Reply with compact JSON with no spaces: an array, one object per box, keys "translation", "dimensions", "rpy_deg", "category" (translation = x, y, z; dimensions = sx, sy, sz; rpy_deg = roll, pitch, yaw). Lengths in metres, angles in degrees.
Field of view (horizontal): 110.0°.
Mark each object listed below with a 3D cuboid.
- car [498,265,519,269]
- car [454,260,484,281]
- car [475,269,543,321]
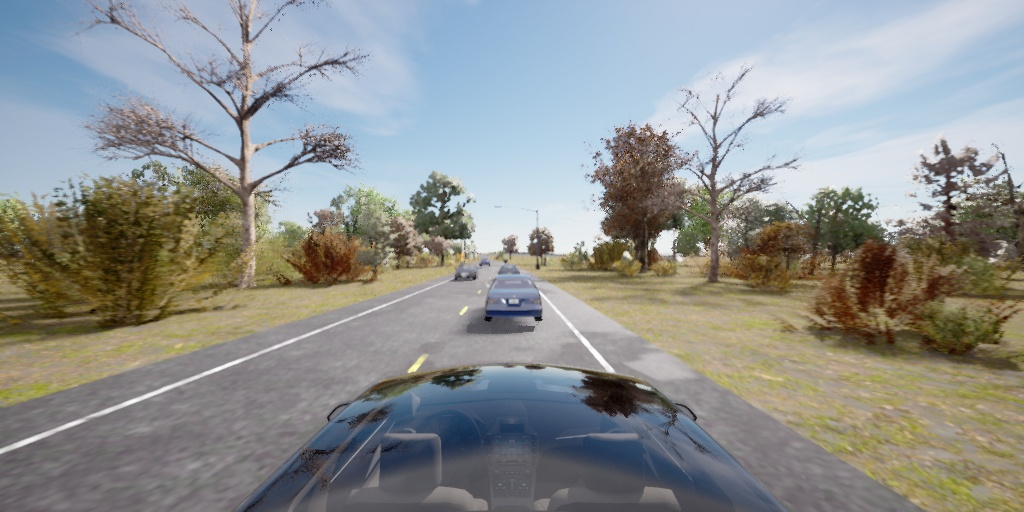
[{"translation":[-0.297,1.475,33.145],"dimensions":[1.994,1.385,4.181],"rpy_deg":[0,0,-1],"category":"car"},{"translation":[-3.963,1.399,31.941],"dimensions":[2.128,1.511,4.902],"rpy_deg":[0,0,-1],"category":"car"},{"translation":[0.036,1.354,12.742],"dimensions":[2.033,1.411,5.357],"rpy_deg":[0,0,0],"category":"car"}]
